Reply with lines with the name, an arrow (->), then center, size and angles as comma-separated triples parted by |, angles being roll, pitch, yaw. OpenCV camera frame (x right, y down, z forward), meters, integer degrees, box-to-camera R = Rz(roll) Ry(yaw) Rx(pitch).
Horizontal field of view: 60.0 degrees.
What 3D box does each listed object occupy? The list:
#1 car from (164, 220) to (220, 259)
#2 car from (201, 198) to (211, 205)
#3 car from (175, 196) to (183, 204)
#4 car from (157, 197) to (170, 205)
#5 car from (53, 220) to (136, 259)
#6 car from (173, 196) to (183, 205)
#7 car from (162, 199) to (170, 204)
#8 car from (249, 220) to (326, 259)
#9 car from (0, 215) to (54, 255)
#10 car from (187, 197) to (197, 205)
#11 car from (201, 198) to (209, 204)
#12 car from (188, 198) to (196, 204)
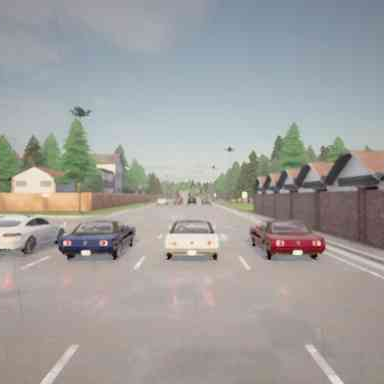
car -> 0.013, 1.749, 13.230 | 1.895, 1.301, 4.718 | 0, -1, 0
car -> 3.479, 2.463, 79.472 | 1.895, 1.301, 4.718 | 0, -1, 0
car -> -3.524, 2.138, 90.308 | 2.150, 2.045, 5.566 | 0, -1, 0
car -> -7.021, 2.088, 79.057 | 2.150, 2.045, 5.566 | 0, -1, 0
car -> -3.488, 1.749, 13.223 | 1.895, 1.301, 4.718 | 0, -1, 0
car -> -3.521, 2.400, 80.177 | 2.128, 1.511, 4.902 | 0, -1, 0
car -> -7.023, 2.432, 89.473 | 1.895, 1.301, 4.718 | 0, -1, 0
car -> 3.513, 1.749, 13.231 | 1.895, 1.301, 4.718 | 0, -1, 0
car -> -6.979, 1.680, 13.878 | 1.812, 1.442, 4.674 | 0, 0, 1
car -> -0.021, 2.087, 79.059 | 2.150, 2.045, 5.566 | 0, -1, 0
car -> 3.477, 2.336, 89.447 | 1.837, 1.490, 4.892 | 0, -1, 0
car -> -0.023, 2.361, 89.445 | 2.128, 1.511, 4.902 | 0, -1, 0
